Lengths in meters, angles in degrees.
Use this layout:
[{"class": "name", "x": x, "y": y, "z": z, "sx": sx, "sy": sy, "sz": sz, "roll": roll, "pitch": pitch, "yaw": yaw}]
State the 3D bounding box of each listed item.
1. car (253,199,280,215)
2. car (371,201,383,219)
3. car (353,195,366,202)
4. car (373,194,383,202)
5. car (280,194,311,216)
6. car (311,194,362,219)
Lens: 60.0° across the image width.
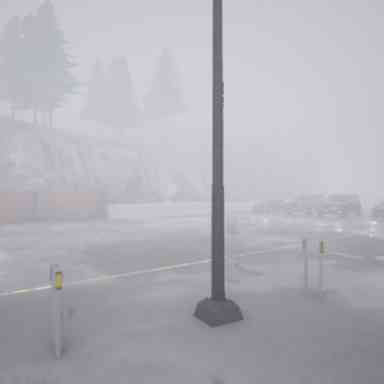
[{"class": "car", "x": 8.122, "y": 1.480, "z": 34.054, "sx": 4.892, "sy": 1.490, "sz": 1.837, "roll": 0, "pitch": 0, "yaw": -45}, {"class": "car", "x": 16.459, "y": 1.435, "z": 27.550, "sx": 1.882, "sy": 1.535, "sz": 5.008, "roll": 0, "pitch": 0, "yaw": 45}, {"class": "car", "x": 33.197, "y": 1.272, "z": 65.824, "sx": 1.895, "sy": 1.301, "sz": 4.718, "roll": 0, "pitch": 0, "yaw": 31}, {"class": "car", "x": 36.223, "y": 1.207, "z": 64.066, "sx": 2.033, "sy": 1.411, "sz": 5.357, "roll": 0, "pitch": 0, "yaw": 31}, {"class": "car", "x": 11.160, "y": 1.191, "z": 32.111, "sx": 2.150, "sy": 2.045, "sz": 5.566, "roll": 0, "pitch": 0, "yaw": 45}, {"class": "car", "x": 12.892, "y": 1.190, "z": 28.910, "sx": 5.566, "sy": 2.045, "sz": 2.150, "roll": 0, "pitch": 0, "yaw": -45}]
